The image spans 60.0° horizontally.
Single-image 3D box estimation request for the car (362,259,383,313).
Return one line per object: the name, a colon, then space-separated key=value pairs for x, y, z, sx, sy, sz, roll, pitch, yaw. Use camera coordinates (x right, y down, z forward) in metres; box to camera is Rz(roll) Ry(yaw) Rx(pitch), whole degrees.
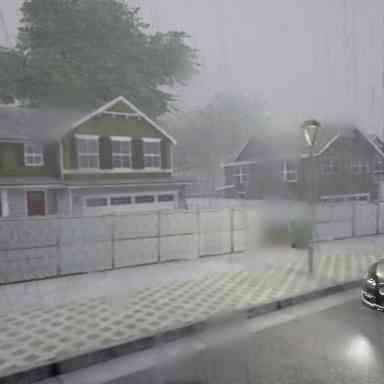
car: x=5.325 y=1.485 z=6.533 sx=4.892 sy=1.490 sz=1.837 roll=0 pitch=0 yaw=-33
